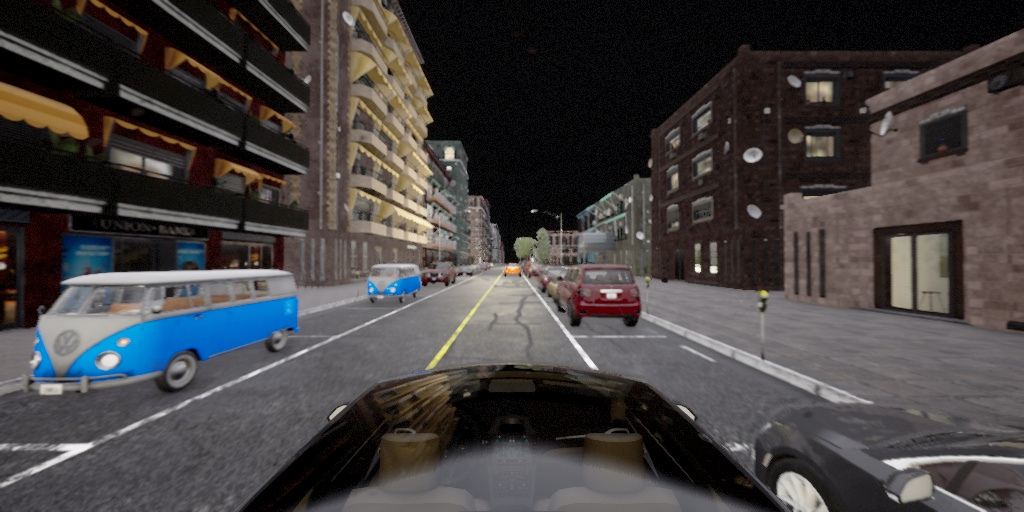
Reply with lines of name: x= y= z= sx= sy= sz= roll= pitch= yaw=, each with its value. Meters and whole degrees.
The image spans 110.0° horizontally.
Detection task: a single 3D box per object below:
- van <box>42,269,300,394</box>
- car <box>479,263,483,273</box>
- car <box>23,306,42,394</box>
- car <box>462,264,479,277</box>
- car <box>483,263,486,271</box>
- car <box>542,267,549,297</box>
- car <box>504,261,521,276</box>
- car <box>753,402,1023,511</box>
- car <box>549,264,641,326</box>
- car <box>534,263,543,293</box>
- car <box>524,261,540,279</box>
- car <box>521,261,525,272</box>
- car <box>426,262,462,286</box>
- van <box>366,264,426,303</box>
van: x=-5.692 y=1.147 z=6.523 sx=1.690 sy=1.789 sz=3.998 roll=0 pitch=0 yaw=0
car: x=-5.704 y=1.911 z=50.832 sx=2.007 sy=1.370 sz=4.403 roll=0 pitch=0 yaw=0
car: x=-5.691 y=1.056 z=0.984 sx=2.192 sy=1.841 sz=5.009 roll=0 pitch=0 yaw=0
car: x=-5.703 y=1.854 z=45.295 sx=1.948 sy=1.339 sz=4.313 roll=0 pitch=0 yaw=0
car: x=-5.706 y=1.984 z=56.370 sx=2.007 sy=1.370 sz=4.403 roll=0 pitch=0 yaw=0
car: x=2.685 y=1.466 z=17.772 sx=1.751 sy=1.417 sz=4.829 roll=0 pitch=0 yaw=0
car: x=0.088 y=1.657 z=46.619 sx=2.097 sy=1.767 sz=4.553 roll=0 pitch=-1 yaw=0
car: x=2.690 y=1.292 z=0.986 sx=2.007 sy=1.370 sz=4.403 roll=0 pitch=0 yaw=0
car: x=2.687 y=1.188 z=12.063 sx=2.192 sy=1.841 sz=5.009 roll=0 pitch=0 yaw=0
car: x=2.684 y=1.450 z=23.141 sx=1.967 sy=1.591 sz=4.097 roll=0 pitch=0 yaw=0
car: x=2.679 y=1.659 z=39.758 sx=1.967 sy=1.591 sz=4.097 roll=0 pitch=0 yaw=0
car: x=2.678 y=1.604 z=45.297 sx=2.192 sy=1.841 sz=5.009 roll=0 pitch=0 yaw=0
car: x=-5.698 y=1.393 z=28.677 sx=2.192 sy=1.841 sz=5.009 roll=0 pitch=0 yaw=0
van: x=-5.695 y=1.281 z=17.599 sx=1.690 sy=1.789 sz=3.998 roll=0 pitch=0 yaw=0
